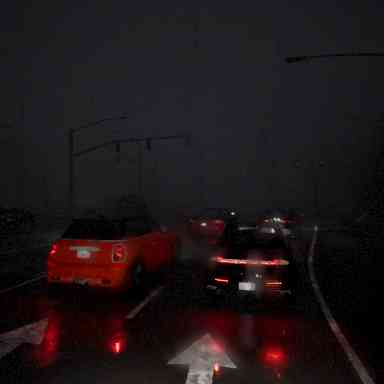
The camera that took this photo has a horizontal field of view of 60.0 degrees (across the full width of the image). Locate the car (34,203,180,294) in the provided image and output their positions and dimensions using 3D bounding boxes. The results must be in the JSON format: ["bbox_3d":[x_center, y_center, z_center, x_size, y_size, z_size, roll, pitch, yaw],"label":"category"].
[{"bbox_3d":[-1.808,1.351,9.146,2.097,1.767,4.553,0,0,14],"label":"car"}]

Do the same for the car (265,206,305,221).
[{"bbox_3d":[4.636,1.505,17.249,1.837,1.490,4.892,0,0,21],"label":"car"}]

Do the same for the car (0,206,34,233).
[{"bbox_3d":[-10.478,1.507,17.354,1.837,1.490,4.892,0,-1,20],"label":"car"}]

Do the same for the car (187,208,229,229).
[{"bbox_3d":[1.281,1.564,18.124,1.994,1.385,4.181,0,0,20],"label":"car"}]

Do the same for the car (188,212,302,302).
[{"bbox_3d":[1.558,1.492,8.371,2.128,1.511,4.902,0,0,13],"label":"car"}]

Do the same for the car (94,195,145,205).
[{"bbox_3d":[-4.983,1.225,21.915,2.150,2.045,5.566,0,0,22],"label":"car"}]
